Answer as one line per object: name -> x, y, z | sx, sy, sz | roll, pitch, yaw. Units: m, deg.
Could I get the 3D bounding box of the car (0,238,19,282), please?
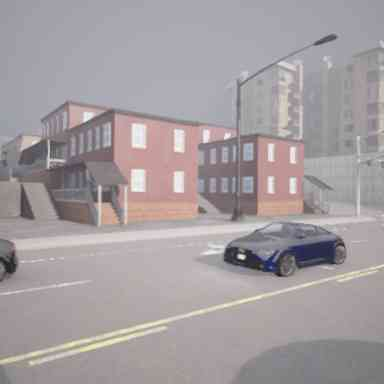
car -> -6.493, 1.562, 7.950 | 4.181, 1.385, 1.994 | 1, 0, -36

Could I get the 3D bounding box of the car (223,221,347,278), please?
car -> 3.008, 1.646, 10.483 | 4.181, 1.385, 1.994 | 1, 0, -36
